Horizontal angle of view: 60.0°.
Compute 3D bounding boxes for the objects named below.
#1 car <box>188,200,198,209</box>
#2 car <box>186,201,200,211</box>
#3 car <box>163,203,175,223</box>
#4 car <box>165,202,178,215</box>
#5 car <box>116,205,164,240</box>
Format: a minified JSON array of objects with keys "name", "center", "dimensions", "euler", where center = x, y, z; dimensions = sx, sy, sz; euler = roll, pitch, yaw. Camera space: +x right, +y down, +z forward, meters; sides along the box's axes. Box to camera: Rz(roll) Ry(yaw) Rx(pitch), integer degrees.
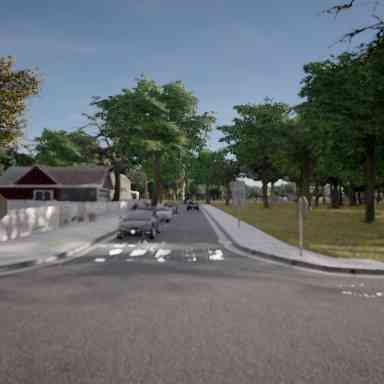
[{"name":"car","center":[0.156,2.284,60.859],"dimensions":[1.812,1.442,4.674],"euler":[0,-1,0]},{"name":"car","center":[0.126,2.118,50.438],"dimensions":[1.837,1.490,4.892],"euler":[0,-1,0]},{"name":"car","center":[-2.776,1.920,28.822],"dimensions":[1.895,1.301,4.718],"euler":[0,-1,0]},{"name":"car","center":[-2.736,1.978,41.287],"dimensions":[2.128,1.511,4.902],"euler":[0,-1,0]},{"name":"car","center":[-2.815,1.697,18.330],"dimensions":[1.837,1.490,4.892],"euler":[0,-1,0]}]
